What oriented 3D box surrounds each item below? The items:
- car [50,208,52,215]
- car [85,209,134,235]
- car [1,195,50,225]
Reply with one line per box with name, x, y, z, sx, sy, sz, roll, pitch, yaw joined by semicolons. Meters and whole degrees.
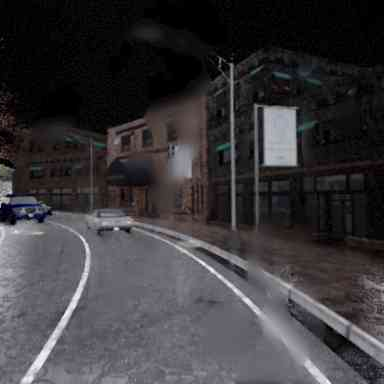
car;-15.499;1.628;32.589;4.181;1.385;1.994;0;-1;42
car;-4.907;1.636;19.237;1.895;1.301;4.718;0;0;-27
car;-12.791;1.261;25.021;2.150;2.045;5.566;0;0;-39
